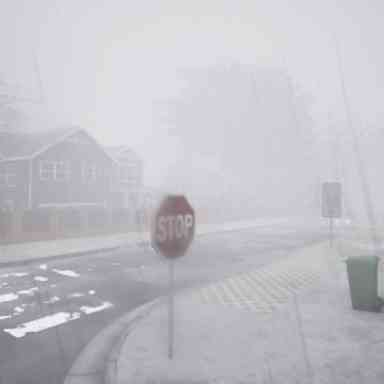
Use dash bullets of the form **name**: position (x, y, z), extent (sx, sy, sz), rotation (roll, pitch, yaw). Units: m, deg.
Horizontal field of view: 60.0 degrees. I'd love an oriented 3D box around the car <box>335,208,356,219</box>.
- **car**: position (19.742, 2.738, 42.857), extent (1.994, 1.385, 4.181), rotation (0, -1, 36)
